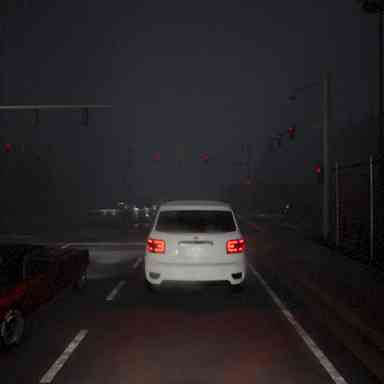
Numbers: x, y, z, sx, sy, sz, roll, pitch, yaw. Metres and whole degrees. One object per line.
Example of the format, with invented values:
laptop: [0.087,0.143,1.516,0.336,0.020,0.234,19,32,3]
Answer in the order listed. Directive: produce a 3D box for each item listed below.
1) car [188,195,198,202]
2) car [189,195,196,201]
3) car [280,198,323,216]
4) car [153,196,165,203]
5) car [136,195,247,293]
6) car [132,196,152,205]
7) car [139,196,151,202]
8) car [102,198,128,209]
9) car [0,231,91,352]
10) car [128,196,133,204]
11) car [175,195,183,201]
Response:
car: [0.168,1.523,75.685,2.128,1.511,4.902,0,0,0]
car: [0.185,1.524,86.088,1.812,1.442,4.674,0,0,0]
car: [11.020,1.407,32.611,4.553,1.767,2.097,0,0,0]
car: [-6.852,1.547,69.179,2.033,1.411,5.357,0,0,0]
car: [0.092,1.221,9.032,2.150,2.045,5.566,0,0,0]
car: [-6.994,1.505,48.540,1.837,1.490,4.892,0,0,0]
car: [-10.343,1.592,73.496,1.895,1.301,4.718,0,0,0]
car: [-10.505,1.547,44.728,2.033,1.411,5.357,0,0,0]
car: [-3.430,1.601,6.109,1.895,1.301,4.718,0,0,1]
car: [-10.453,1.478,58.431,1.882,1.535,5.008,0,0,0]
car: [-3.316,1.540,85.973,2.033,1.411,5.357,0,0,0]
